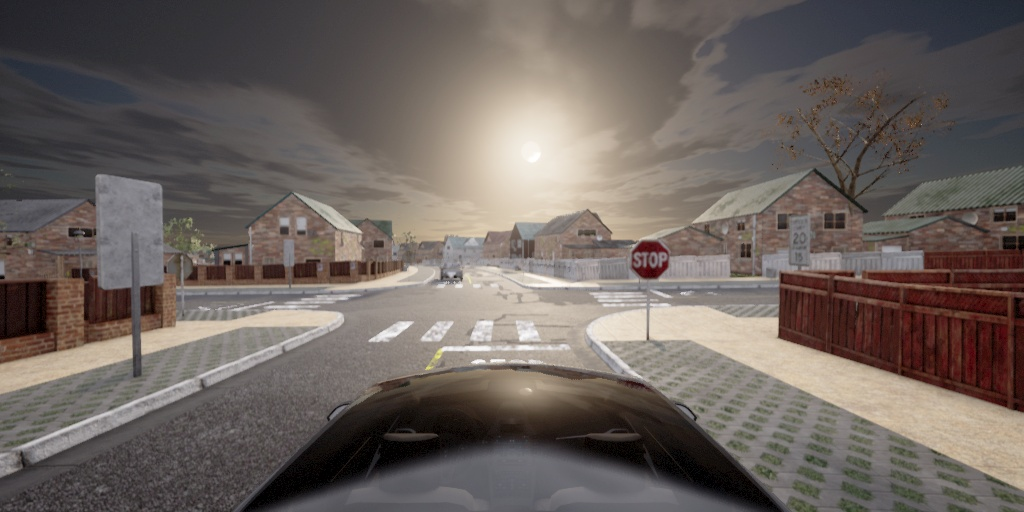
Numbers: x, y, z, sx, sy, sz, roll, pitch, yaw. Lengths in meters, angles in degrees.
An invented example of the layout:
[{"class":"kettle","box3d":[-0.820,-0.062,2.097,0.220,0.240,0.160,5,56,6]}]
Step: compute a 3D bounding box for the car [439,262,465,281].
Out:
[{"class":"car","box3d":[-4.968,1.261,29.847,2.128,1.511,4.902,0,0,-8]}]
